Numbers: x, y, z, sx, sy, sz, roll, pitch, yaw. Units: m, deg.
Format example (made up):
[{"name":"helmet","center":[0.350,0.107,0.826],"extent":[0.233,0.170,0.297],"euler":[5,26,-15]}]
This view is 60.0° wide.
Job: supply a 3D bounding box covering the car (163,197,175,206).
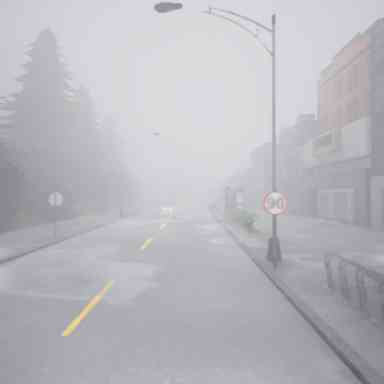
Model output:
[{"name":"car","center":[-4.048,1.727,58.691],"extent":[2.128,1.511,4.902],"euler":[0,0,0]}]
